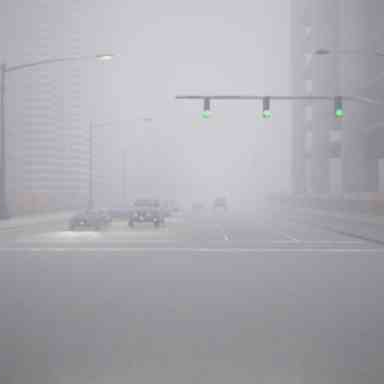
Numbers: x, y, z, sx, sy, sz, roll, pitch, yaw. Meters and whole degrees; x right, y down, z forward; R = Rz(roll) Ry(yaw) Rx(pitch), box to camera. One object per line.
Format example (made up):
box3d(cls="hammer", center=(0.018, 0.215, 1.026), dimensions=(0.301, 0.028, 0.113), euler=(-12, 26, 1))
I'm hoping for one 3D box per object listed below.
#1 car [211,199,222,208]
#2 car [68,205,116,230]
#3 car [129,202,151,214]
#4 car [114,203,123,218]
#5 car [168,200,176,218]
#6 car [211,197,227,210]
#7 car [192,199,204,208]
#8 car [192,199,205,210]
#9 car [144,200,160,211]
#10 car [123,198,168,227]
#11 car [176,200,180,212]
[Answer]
box3d(cls="car", center=(4.659, 2.166, 63.313), dimensions=(1.837, 1.490, 4.892), euler=(0, -1, 1))
box3d(cls="car", center=(-6.939, 1.806, 23.003), dimensions=(1.994, 1.385, 4.181), euler=(0, -1, 1))
box3d(cls="car", center=(-6.468, 2.001, 41.743), dimensions=(1.994, 1.385, 4.181), euler=(0, -1, 2))
box3d(cls="car", center=(-6.730, 1.812, 31.828), dimensions=(1.882, 1.535, 5.008), euler=(0, -1, 2))
box3d(cls="car", center=(-3.129, 1.877, 35.463), dimensions=(1.837, 1.490, 4.892), euler=(0, -1, 2))
box3d(cls="car", center=(4.391, 1.773, 52.706), dimensions=(2.150, 2.045, 5.566), euler=(0, -1, 1))
box3d(cls="car", center=(1.158, 2.154, 63.261), dimensions=(2.128, 1.511, 4.902), euler=(0, -1, 1))
box3d(cls="car", center=(1.007, 2.123, 53.388), dimensions=(1.994, 1.385, 4.181), euler=(0, -1, 1))
box3d(cls="car", center=(-6.191, 2.067, 51.662), dimensions=(1.812, 1.442, 4.674), euler=(0, -1, 2))
box3d(cls="car", center=(-3.372, 1.490, 25.552), dimensions=(2.150, 2.045, 5.566), euler=(0, -1, 2))
box3d(cls="car", center=(-2.860, 1.830, 45.617), dimensions=(2.097, 1.767, 4.553), euler=(0, -1, 2))
